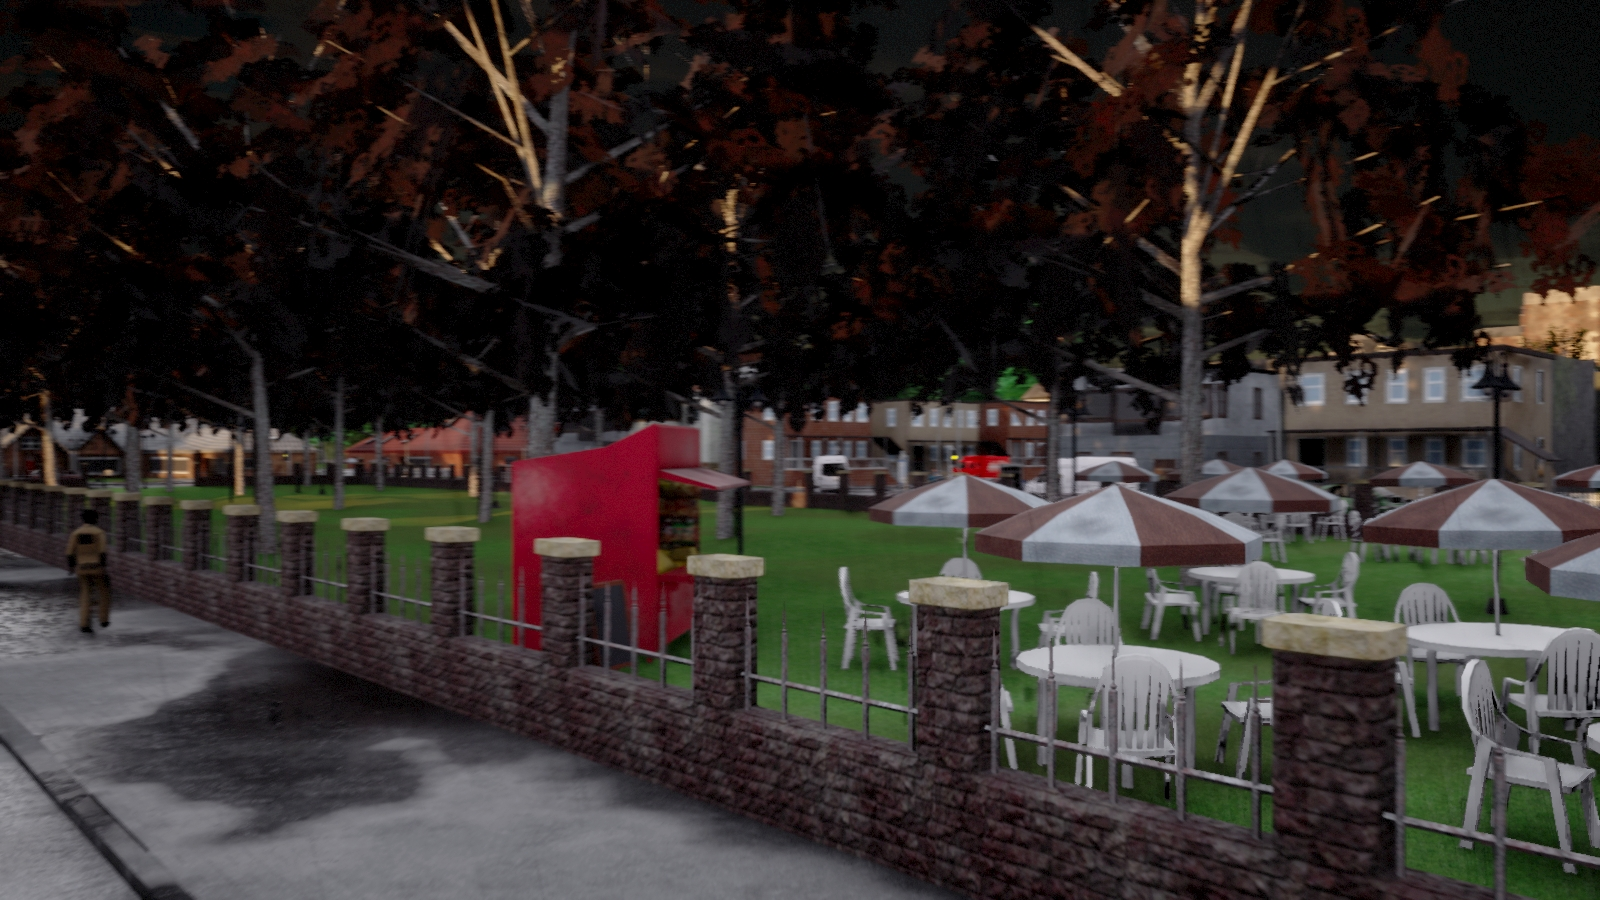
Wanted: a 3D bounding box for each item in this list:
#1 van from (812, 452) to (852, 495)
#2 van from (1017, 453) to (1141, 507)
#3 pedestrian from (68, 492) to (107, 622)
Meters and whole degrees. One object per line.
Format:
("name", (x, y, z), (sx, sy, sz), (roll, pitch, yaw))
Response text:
("van", (1.996, 1.434, 73.428), (1.988, 2.561, 5.915), (-2, 0, -3))
("van", (13.889, 1.413, 57.191), (1.988, 2.561, 5.915), (0, 0, -43))
("pedestrian", (-10.401, 1.550, 16.681), (0.375, 1.860, 0.375), (0, 0, -14))
